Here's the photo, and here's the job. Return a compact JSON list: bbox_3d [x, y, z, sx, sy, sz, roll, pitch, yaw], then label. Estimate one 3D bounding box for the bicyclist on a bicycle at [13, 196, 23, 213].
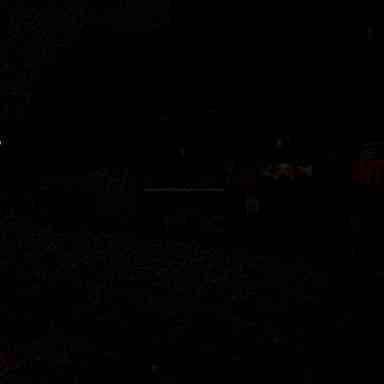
[{"bbox_3d":[-17.469,1.264,33.351,1.656,1.620,0.582,0,0,36],"label":"bicyclist on a bicycle"}]
